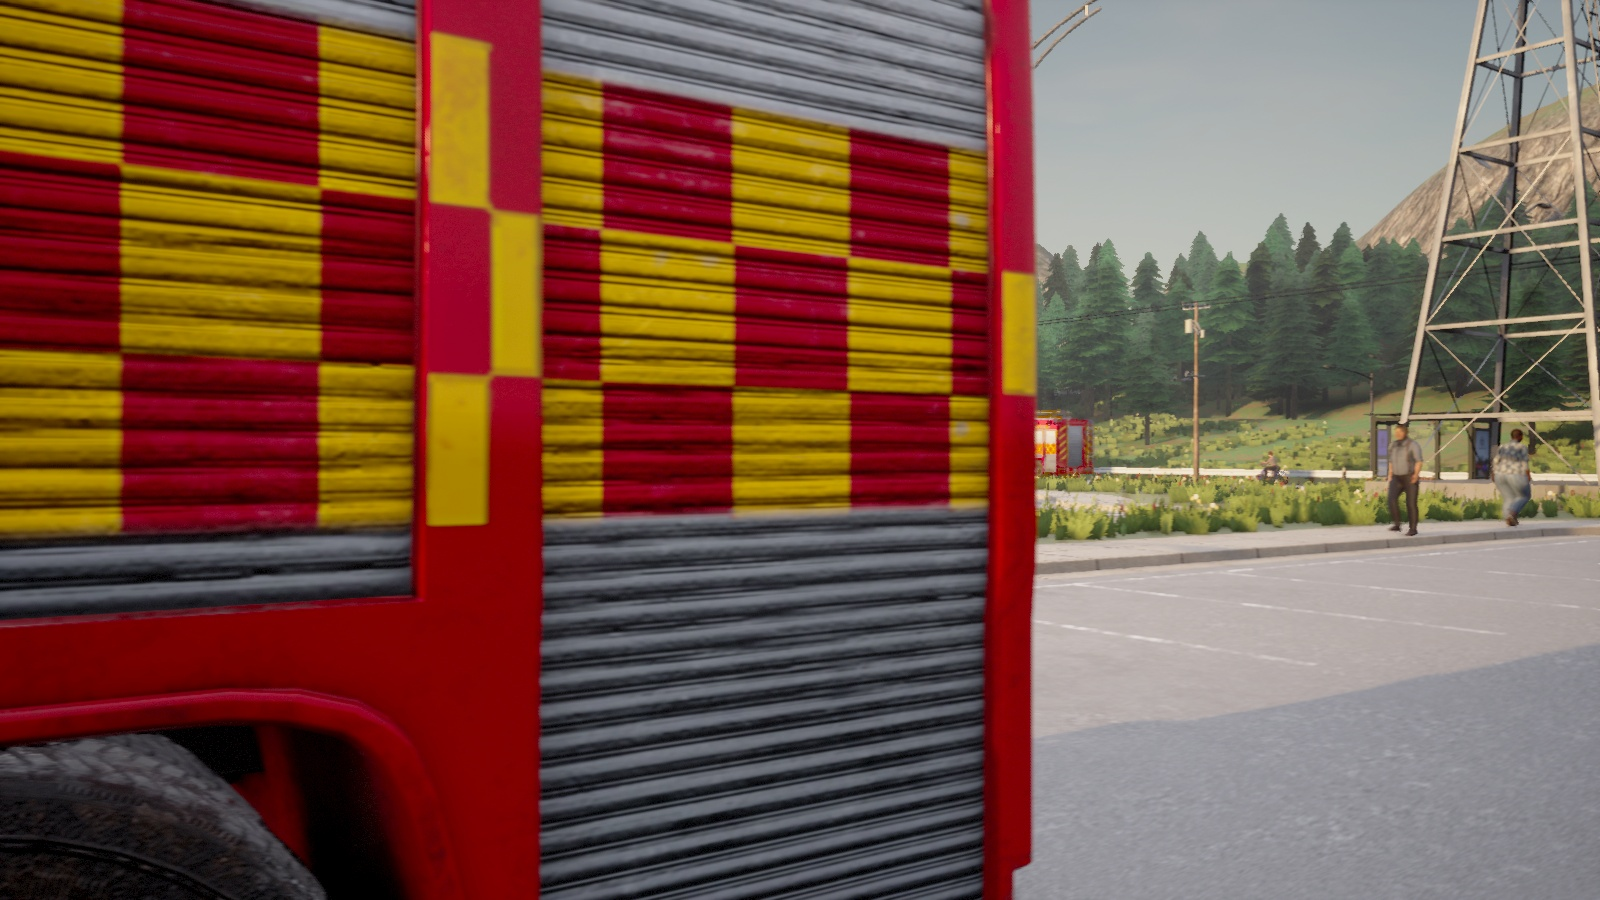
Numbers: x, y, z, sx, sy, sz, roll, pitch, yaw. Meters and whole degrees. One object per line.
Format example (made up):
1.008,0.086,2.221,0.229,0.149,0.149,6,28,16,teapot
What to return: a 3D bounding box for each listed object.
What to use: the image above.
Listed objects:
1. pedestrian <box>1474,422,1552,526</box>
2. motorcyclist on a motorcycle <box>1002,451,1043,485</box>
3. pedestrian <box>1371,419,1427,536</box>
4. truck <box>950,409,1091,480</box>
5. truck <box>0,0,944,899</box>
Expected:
13.011,0.429,22.930,0.900,1.855,0.874,0,0,-23,pedestrian
10.418,0.820,58.838,1.817,1.590,0.866,0,0,-36,motorcyclist on a motorcycle
9.658,0.429,20.256,0.694,1.848,0.540,0,0,-34,pedestrian
12.498,-0.270,72.068,2.891,3.827,8.468,0,0,-34,truck
-4.066,-0.409,0.833,8.468,3.827,2.891,0,0,-35,truck
